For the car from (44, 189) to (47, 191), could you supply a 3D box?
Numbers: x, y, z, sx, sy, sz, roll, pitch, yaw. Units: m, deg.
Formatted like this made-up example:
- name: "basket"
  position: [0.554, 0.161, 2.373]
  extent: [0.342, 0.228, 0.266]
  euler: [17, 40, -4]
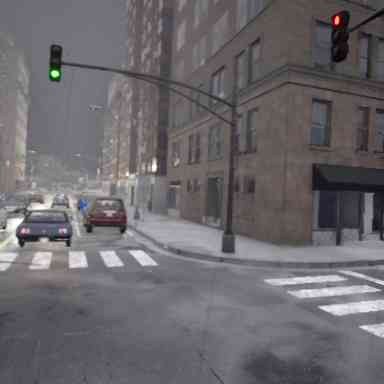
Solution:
- name: "car"
  position: [-35.360, 0.045, 77.233]
  extent: [1.967, 1.590, 4.097]
  euler: [2, 0, -20]

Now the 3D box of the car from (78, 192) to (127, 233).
- name: "car"
  position: [-4.783, 1.141, 18.147]
  extent: [2.192, 1.841, 5.009]
  euler: [2, 0, -20]

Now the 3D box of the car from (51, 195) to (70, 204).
- name: "car"
  position: [-14.374, 0.990, 36.475]
  extent: [2.033, 1.411, 5.357]
  euler: [2, 0, -20]

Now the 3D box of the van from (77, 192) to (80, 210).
- name: "van"
  position: [-8.624, 1.018, 28.462]
  extent: [1.690, 1.788, 3.998]
  euler: [2, 0, -20]

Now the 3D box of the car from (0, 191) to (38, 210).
- name: "car"
  position: [-13.437, 0.956, 25.516]
  extent: [2.128, 1.511, 4.902]
  euler: [2, 0, -20]

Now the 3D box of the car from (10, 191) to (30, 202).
- name: "car"
  position: [-23.881, 0.595, 46.274]
  extent: [1.887, 1.381, 4.507]
  euler: [2, 0, -20]

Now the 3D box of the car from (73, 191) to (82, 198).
- name: "car"
  position: [-25.973, 0.530, 75.038]
  extent: [1.752, 1.417, 4.829]
  euler: [2, 0, -20]

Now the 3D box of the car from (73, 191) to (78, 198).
- name: "car"
  position: [-10.543, 0.917, 33.619]
  extent: [2.192, 1.841, 5.009]
  euler: [2, 0, -20]

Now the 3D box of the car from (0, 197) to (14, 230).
- name: "car"
  position: [-9.517, 1.144, 15.047]
  extent: [1.812, 1.442, 4.674]
  euler: [2, 0, -22]

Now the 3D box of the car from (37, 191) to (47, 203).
- name: "car"
  position: [-18.912, 0.855, 40.311]
  extent: [1.895, 1.301, 4.718]
  euler: [2, 0, -20]

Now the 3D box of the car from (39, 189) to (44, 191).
- name: "car"
  position: [-31.539, 0.335, 66.913]
  extent: [1.802, 1.307, 4.206]
  euler: [2, 0, -20]

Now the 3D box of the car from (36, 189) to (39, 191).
- name: "car"
  position: [-27.709, 0.452, 56.593]
  extent: [2.008, 1.369, 4.403]
  euler: [2, 0, -20]

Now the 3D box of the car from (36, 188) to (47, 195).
- name: "car"
  position: [-37.274, -0.029, 82.393]
  extent: [1.967, 1.590, 4.097]
  euler: [2, 0, -20]

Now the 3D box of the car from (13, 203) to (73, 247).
- name: "car"
  position: [-5.949, 1.370, 13.784]
  extent: [1.895, 1.301, 4.718]
  euler: [2, 0, -20]

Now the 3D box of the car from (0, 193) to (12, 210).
- name: "car"
  position: [-18.140, 0.823, 30.795]
  extent: [2.008, 1.369, 4.403]
  euler: [2, 0, -20]
